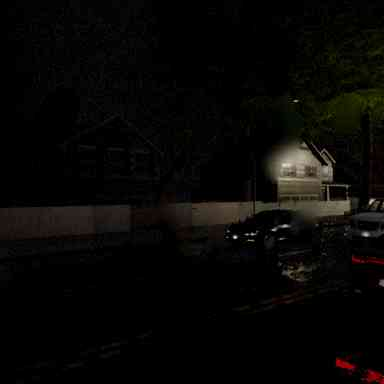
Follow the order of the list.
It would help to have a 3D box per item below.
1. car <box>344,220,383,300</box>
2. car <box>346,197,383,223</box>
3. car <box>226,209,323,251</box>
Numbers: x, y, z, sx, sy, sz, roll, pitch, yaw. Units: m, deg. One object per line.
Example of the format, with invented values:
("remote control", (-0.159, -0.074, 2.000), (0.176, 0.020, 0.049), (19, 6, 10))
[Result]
("car", (5.474, 1.477, 7.348), (5.008, 1.535, 1.882), (0, 0, -36))
("car", (8.642, 1.220, 13.850), (5.566, 2.045, 2.150), (0, 0, -36))
("car", (3.641, 1.504, 14.272), (4.892, 1.490, 1.837), (0, 0, -36))
